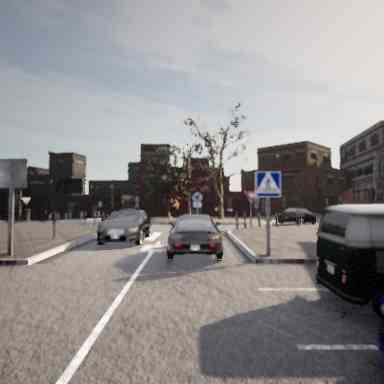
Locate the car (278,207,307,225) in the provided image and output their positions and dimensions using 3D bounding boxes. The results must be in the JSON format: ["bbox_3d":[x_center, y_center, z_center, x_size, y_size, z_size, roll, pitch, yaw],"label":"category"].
[{"bbox_3d":[9.789,2.176,30.639,1.882,1.535,5.008,-1,-3,42],"label":"car"}]

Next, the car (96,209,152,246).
[{"bbox_3d":[-3.014,1.556,15.550,2.128,1.511,4.902,0,-2,0],"label":"car"}]

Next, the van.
[{"bbox_3d":[4.796,1.204,6.317,4.442,1.987,1.878,0,0,0],"label":"van"}]

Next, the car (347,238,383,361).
[{"bbox_3d":[4.685,1.440,3.543,5.008,1.535,2.097,0,0,0],"label":"car"}]

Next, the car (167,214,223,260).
[{"bbox_3d":[0.098,1.522,12.176,1.812,1.442,4.674,0,-1,0],"label":"car"}]
